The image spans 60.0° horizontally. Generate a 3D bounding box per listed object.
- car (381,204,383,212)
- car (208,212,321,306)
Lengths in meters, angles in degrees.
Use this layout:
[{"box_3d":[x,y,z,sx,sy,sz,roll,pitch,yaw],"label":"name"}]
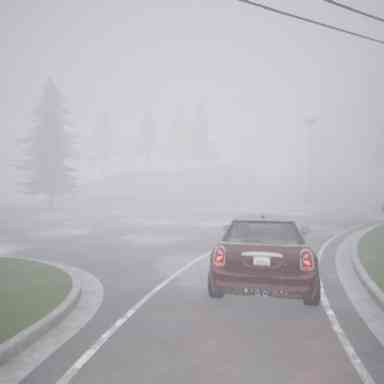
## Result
[{"box_3d":[18.164,1.194,27.746,5.357,1.411,2.033,0,1,-27],"label":"car"},{"box_3d":[1.774,1.249,8.107,2.097,1.767,4.553,0,1,14],"label":"car"}]
